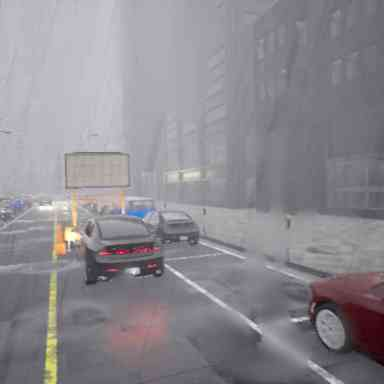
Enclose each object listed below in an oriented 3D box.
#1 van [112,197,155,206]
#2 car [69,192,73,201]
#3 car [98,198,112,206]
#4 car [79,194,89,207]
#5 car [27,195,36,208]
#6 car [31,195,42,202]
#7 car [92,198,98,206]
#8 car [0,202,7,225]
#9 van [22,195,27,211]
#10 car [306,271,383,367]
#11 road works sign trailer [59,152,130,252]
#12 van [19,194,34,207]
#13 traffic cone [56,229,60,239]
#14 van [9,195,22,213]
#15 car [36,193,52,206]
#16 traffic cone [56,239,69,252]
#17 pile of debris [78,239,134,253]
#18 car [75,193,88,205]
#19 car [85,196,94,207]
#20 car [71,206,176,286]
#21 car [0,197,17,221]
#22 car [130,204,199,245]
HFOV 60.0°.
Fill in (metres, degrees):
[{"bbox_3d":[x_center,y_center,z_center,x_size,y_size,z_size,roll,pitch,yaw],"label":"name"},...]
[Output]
[{"bbox_3d":[-3.255,1.178,19.036,1.690,1.788,3.998,-2,1,-22],"label":"van"},{"bbox_3d":[-26.708,1.266,76.612,1.752,1.417,4.829,-2,1,-22],"label":"car"},{"bbox_3d":[-5.377,1.376,24.259,2.008,1.369,4.403,-2,1,-22],"label":"car"},{"bbox_3d":[-13.884,1.329,45.137,1.887,1.381,4.507,-2,1,-22],"label":"car"},{"bbox_3d":[-23.903,1.307,47.124,2.192,1.841,5.009,-2,1,-22],"label":"car"},{"bbox_3d":[-36.657,1.519,78.448,1.947,1.339,4.313,-2,1,-22],"label":"car"},{"bbox_3d":[-7.503,1.396,29.479,1.802,1.307,4.206,-2,1,-22],"label":"car"},{"bbox_3d":[-13.263,1.608,21.028,1.947,1.339,4.313,-2,1,-22],"label":"car"},{"bbox_3d":[-19.649,1.352,36.685,1.690,1.788,3.998,-2,1,-22],"label":"van"},{"bbox_3d":[3.130,1.424,3.380,1.887,1.381,4.507,-2,1,-22],"label":"car"},{"bbox_3d":[-3.641,0.234,13.039,2.380,3.560,2.880,-2,1,-14],"label":"road works sign trailer"},{"bbox_3d":[-26.029,1.325,52.344,1.690,1.788,3.998,-2,1,-22],"label":"van"},{"bbox_3d":[-5.299,1.906,13.400,0.340,0.580,0.340,-2,1,-22],"label":"traffic cone"},{"bbox_3d":[-17.522,1.362,31.466,1.690,1.788,3.998,-2,1,-22],"label":"van"},{"bbox_3d":[-23.058,1.406,52.388,2.128,1.511,4.902,-2,1,-22],"label":"car"},{"bbox_3d":[-4.773,2.027,12.079,0.340,0.340,0.580,-2,1,-19],"label":"traffic cone"},{"bbox_3d":[-3.348,2.078,12.844,1.860,0.140,1.500,-2,1,-25],"label":"pile of debris"},{"bbox_3d":[-18.143,1.082,55.573,2.192,1.841,5.009,-2,1,-22],"label":"car"},{"bbox_3d":[-9.631,1.354,34.698,2.008,1.369,4.403,-2,1,-22],"label":"car"},{"bbox_3d":[-2.222,1.412,9.442,1.837,1.490,4.892,-1,2,-23],"label":"car"},{"bbox_3d":[-15.393,1.471,26.247,1.967,1.590,4.097,-2,1,-22],"label":"car"},{"bbox_3d":[-1.123,1.401,13.819,2.008,1.369,4.403,-2,1,-22],"label":"car"}]
